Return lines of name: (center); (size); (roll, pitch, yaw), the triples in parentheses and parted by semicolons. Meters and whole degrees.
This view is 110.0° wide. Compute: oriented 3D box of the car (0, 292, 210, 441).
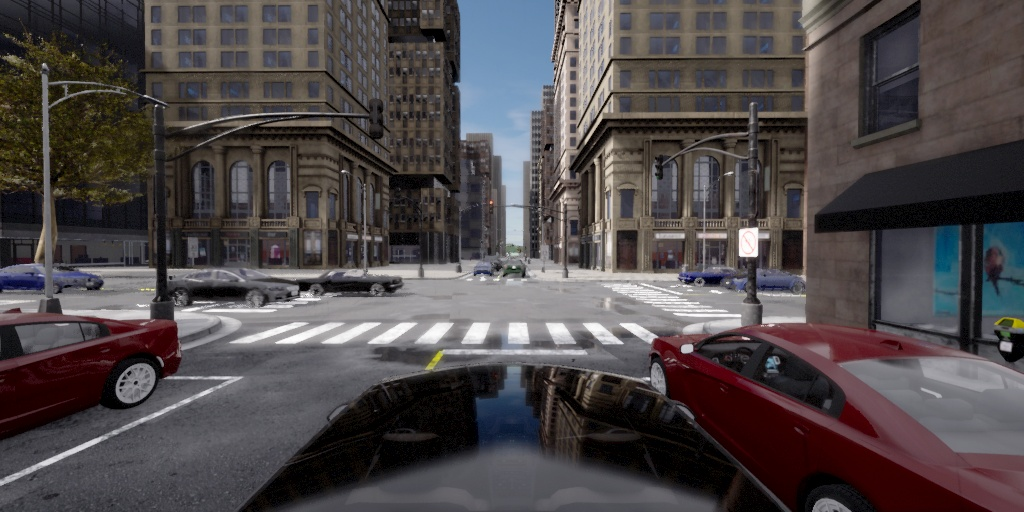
car: (-5.755, 1.295, 3.404); (1.888, 1.381, 4.507); (0, 0, 0)

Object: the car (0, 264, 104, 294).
car: (-23.418, 1.116, 17.933); (4.674, 1.442, 1.812); (0, 1, 1)

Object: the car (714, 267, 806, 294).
car: (14.643, 1.418, 21.033); (4.181, 1.385, 1.994); (0, 1, 1)

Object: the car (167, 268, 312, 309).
car: (-11.272, 1.229, 14.569); (4.902, 1.511, 2.128); (0, 1, 1)

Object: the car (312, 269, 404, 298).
car: (-7.878, 1.308, 17.793); (4.718, 1.301, 1.895); (0, 1, 1)

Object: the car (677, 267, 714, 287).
car: (13.819, 1.400, 24.292); (4.718, 1.301, 1.895); (0, 1, 1)

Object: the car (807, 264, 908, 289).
car: (23.178, 1.357, 24.202); (5.008, 1.535, 1.882); (0, 1, 0)

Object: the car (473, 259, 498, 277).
car: (-2.794, 1.288, 36.185); (2.033, 1.411, 5.357); (0, 0, 0)

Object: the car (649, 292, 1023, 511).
car: (2.771, 1.294, 3.333); (1.888, 1.381, 4.507); (0, 0, 0)

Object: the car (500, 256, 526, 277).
car: (0.272, 1.091, 35.761); (2.097, 1.767, 4.553); (0, 0, 2)

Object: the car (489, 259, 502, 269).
car: (-2.579, 1.240, 56.824); (1.837, 1.490, 4.892); (0, 0, 1)

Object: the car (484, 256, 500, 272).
car: (-2.695, 0.959, 46.371); (2.150, 2.045, 5.566); (0, 0, 1)
